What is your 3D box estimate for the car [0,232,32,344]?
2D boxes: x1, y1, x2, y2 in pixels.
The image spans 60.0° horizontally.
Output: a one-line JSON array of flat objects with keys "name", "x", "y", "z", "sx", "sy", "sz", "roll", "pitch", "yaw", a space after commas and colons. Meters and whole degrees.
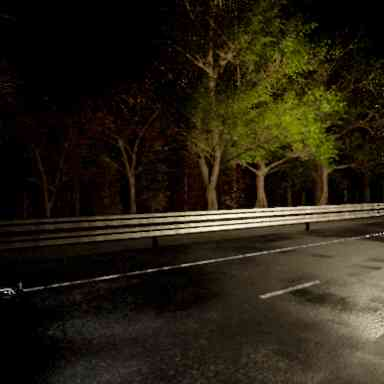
[{"name": "car", "x": -4.912, "y": 1.531, "z": 4.555, "sx": 4.674, "sy": 1.442, "sz": 1.812, "roll": 0, "pitch": 0, "yaw": -35}]

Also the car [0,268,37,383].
[{"name": "car", "x": -3.214, "y": 1.531, "z": 1.468, "sx": 4.674, "sy": 1.442, "sz": 1.812, "roll": 0, "pitch": 0, "yaw": -35}]
